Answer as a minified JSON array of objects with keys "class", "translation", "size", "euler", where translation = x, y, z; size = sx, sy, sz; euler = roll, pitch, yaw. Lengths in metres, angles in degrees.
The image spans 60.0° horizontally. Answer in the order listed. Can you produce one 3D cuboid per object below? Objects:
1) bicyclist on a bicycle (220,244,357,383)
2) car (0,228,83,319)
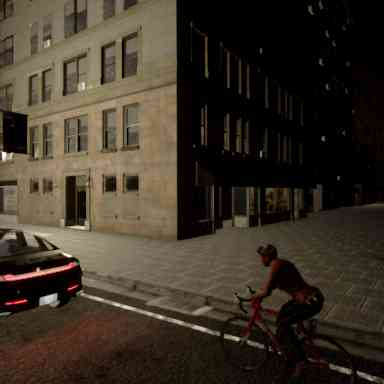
[{"class":"bicyclist on a bicycle","translation":[1.040,1.453,3.921],"size":[1.656,1.620,0.582],"euler":[0,0,36]},{"class":"car","translation":[-4.238,1.492,6.711],"size":[4.902,1.511,2.128],"euler":[0,0,36]}]
